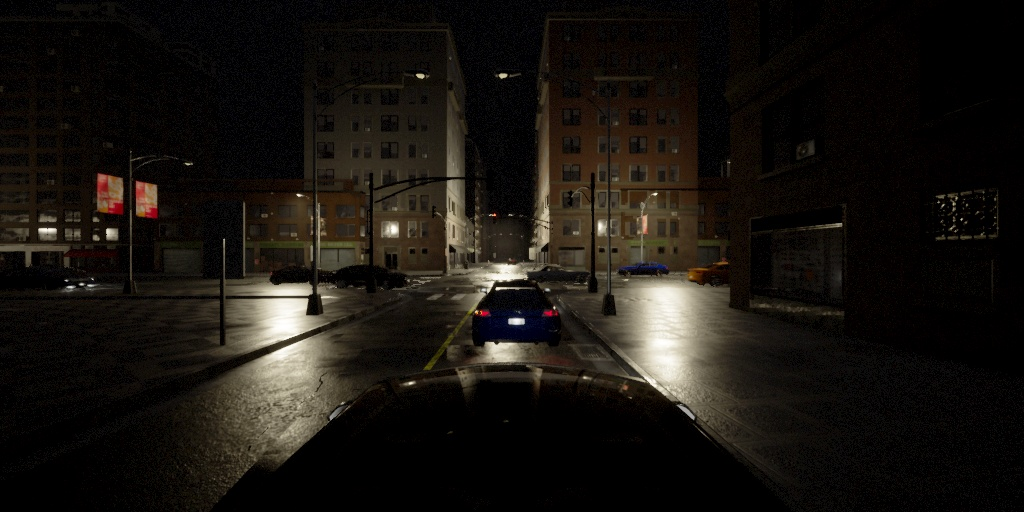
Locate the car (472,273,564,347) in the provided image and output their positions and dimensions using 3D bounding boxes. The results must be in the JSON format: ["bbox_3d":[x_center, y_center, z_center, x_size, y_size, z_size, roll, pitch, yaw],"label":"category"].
[{"bbox_3d":[0.098,1.314,9.373,1.994,1.385,4.181,0,0,0],"label":"car"}]

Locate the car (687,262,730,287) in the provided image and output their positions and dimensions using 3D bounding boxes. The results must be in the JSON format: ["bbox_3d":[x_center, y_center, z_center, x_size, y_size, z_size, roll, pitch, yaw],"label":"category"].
[{"bbox_3d":[13.829,1.163,22.795,5.008,1.535,1.882,0,0,0],"label":"car"}]

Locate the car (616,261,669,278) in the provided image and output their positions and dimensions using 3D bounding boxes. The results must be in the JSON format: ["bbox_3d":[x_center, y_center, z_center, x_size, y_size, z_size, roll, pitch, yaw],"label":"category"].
[{"bbox_3d":[11.866,1.218,32.735,4.674,1.442,1.812,0,0,0],"label":"car"}]

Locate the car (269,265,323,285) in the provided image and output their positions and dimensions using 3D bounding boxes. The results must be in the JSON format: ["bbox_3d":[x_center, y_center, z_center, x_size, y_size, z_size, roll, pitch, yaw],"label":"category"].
[{"bbox_3d":[-15.038,1.364,25.909,4.181,1.385,1.994,0,0,0],"label":"car"}]

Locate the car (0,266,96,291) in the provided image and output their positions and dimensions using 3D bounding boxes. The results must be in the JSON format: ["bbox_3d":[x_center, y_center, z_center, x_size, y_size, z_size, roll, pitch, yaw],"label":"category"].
[{"bbox_3d":[-29.779,1.404,22.593,5.357,1.411,2.033,0,0,0],"label":"car"}]

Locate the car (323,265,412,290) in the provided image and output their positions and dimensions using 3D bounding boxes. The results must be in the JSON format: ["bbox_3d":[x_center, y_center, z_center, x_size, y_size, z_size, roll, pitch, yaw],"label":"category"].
[{"bbox_3d":[-8.658,1.280,22.124,4.892,1.490,1.837,0,-1,9],"label":"car"}]

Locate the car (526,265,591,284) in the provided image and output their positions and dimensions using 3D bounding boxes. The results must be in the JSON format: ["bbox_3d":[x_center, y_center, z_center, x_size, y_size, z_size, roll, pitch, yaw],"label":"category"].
[{"bbox_3d":[3.358,1.327,25.998,4.718,1.301,1.895,0,0,0],"label":"car"}]
